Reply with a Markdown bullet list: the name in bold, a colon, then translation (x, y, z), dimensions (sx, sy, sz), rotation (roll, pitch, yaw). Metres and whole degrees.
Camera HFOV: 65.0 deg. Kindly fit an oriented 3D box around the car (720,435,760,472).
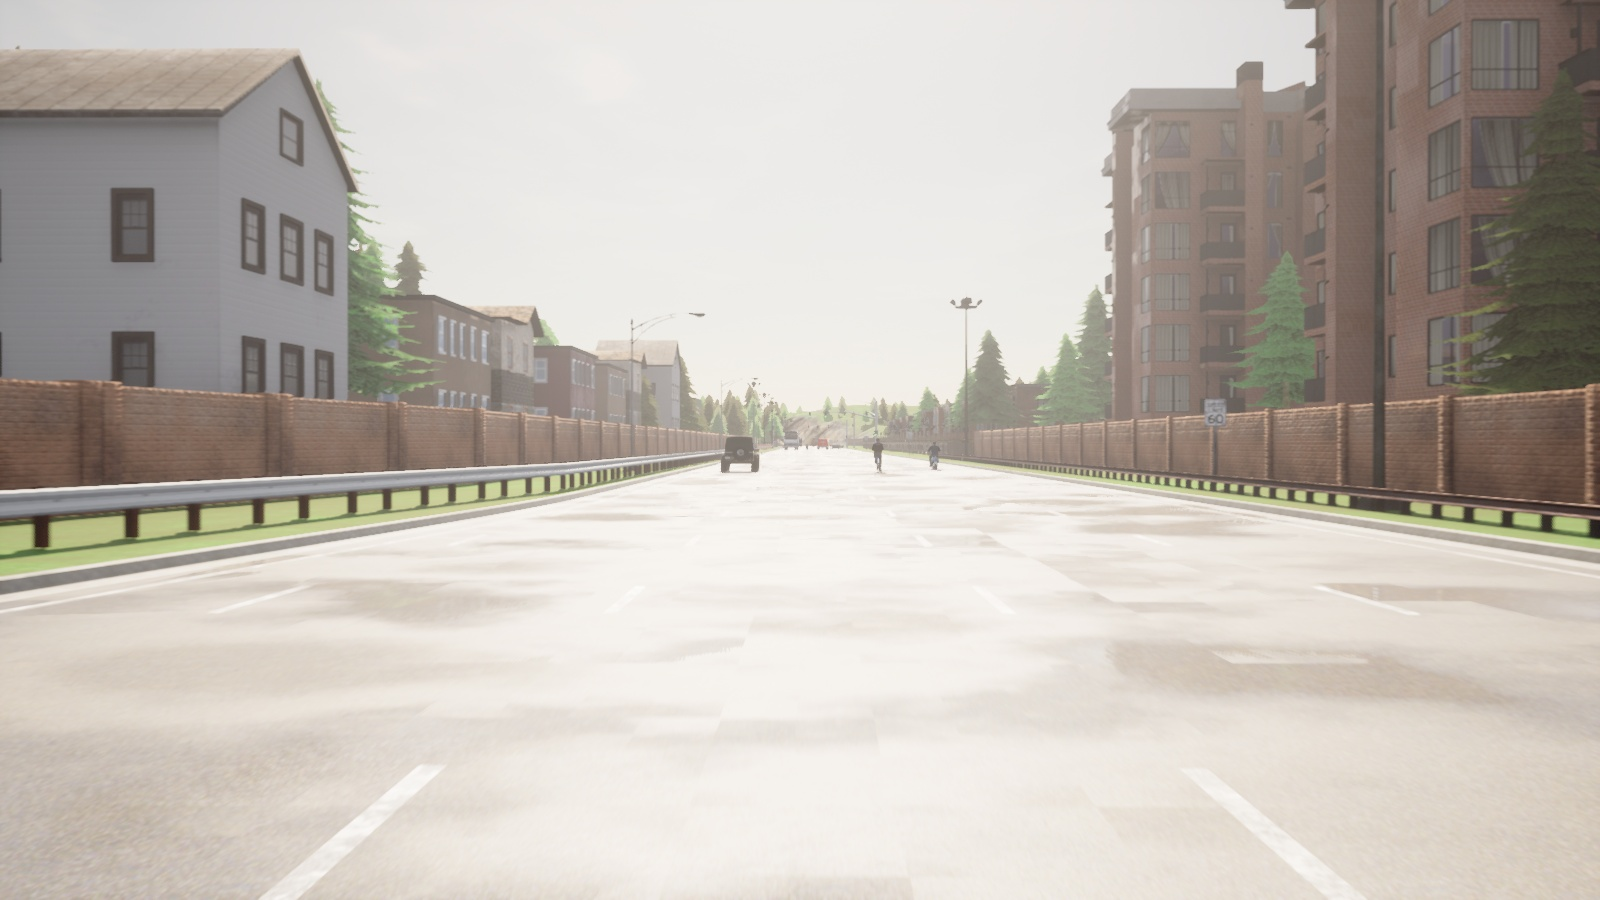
- **car**: translation (-3.111, 0.171, 65.780), dimensions (1.905, 1.878, 3.866), rotation (0, 0, 0)
